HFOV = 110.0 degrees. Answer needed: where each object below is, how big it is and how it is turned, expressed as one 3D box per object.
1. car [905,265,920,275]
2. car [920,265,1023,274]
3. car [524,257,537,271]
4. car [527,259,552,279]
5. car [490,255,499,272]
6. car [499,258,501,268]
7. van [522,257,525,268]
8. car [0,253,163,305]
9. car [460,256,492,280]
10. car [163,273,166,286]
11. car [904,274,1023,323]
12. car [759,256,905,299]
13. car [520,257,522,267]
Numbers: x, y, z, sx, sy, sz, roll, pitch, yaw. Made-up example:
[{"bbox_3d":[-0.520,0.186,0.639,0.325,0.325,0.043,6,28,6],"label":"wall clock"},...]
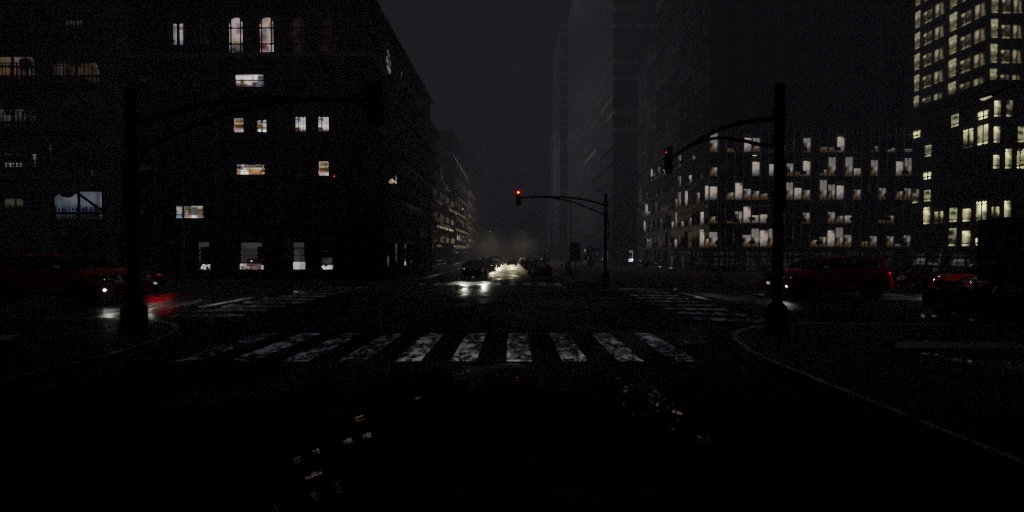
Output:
[{"bbox_3d":[23.361,1.229,20.711,4.097,1.591,1.967,0,0,1],"label":"car"},{"bbox_3d":[24.095,1.188,17.967,4.553,1.767,2.097,0,1,1],"label":"car"},{"bbox_3d":[2.632,1.157,38.102,1.967,1.591,4.097,0,0,0],"label":"car"},{"bbox_3d":[2.636,1.270,32.457,1.888,1.381,4.507,0,0,0],"label":"car"},{"bbox_3d":[-3.126,1.060,44.410,2.097,1.767,4.553,0,0,0],"label":"car"},{"bbox_3d":[-3.097,0.904,61.013,2.150,2.045,5.566,0,0,1],"label":"car"},{"bbox_3d":[2.625,1.042,49.394,1.690,1.789,3.998,0,0,0],"label":"van"},{"bbox_3d":[-18.849,0.910,15.324,5.566,2.045,2.150,0,1,1],"label":"car"},{"bbox_3d":[-3.075,1.080,30.245,2.097,1.767,4.553,0,0,-1],"label":"car"},{"bbox_3d":[-20.859,1.134,18.542,4.892,1.490,1.837,0,1,1],"label":"car"},{"bbox_3d":[16.708,1.445,12.159,4.403,1.370,2.007,0,0,1],"label":"car"},{"bbox_3d":[15.703,1.019,18.077,5.566,2.045,2.150,0,1,1],"label":"car"},{"bbox_3d":[2.621,1.237,55.040,1.888,1.381,4.507,0,0,0],"label":"car"}]
